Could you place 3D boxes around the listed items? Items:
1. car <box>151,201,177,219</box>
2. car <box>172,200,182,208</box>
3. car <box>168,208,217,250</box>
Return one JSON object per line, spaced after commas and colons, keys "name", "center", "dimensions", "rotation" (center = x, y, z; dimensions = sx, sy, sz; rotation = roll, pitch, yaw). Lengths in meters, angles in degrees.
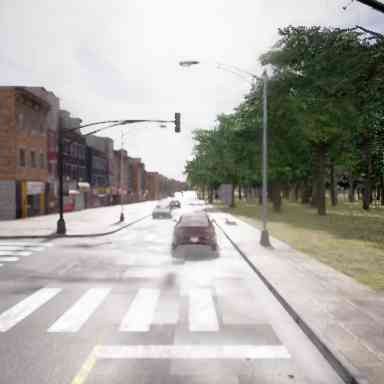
{"name": "car", "center": [-2.852, 1.886, 33.037], "dimensions": [2.033, 1.411, 5.357], "rotation": [0, -1, 0]}
{"name": "car", "center": [-2.792, 2.090, 56.609], "dimensions": [1.837, 1.490, 4.892], "rotation": [0, -1, 0]}
{"name": "car", "center": [0.102, 1.673, 14.990], "dimensions": [1.812, 1.442, 4.674], "rotation": [0, -1, 0]}
